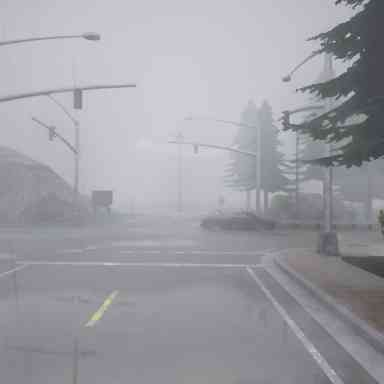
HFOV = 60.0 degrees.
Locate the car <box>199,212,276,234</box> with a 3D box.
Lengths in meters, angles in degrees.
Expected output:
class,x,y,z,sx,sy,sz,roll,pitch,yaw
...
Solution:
class,x,y,z,sx,sy,sz,roll,pitch,yaw
car,2.826,1.939,21.309,4.718,1.301,1.895,1,-1,0
